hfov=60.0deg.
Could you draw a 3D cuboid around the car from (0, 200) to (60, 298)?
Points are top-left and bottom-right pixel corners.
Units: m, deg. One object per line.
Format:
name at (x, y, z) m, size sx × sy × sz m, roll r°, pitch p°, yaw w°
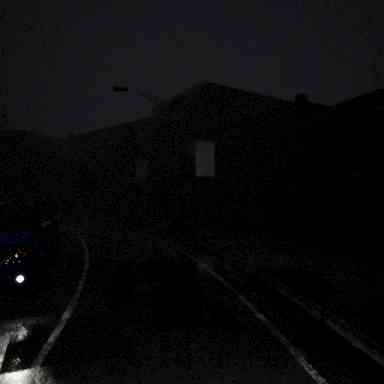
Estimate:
car at (-4.871, 1.264, 8.723) m, size 2.150 × 2.045 × 5.566 m, roll 0°, pitch 0°, yaw -15°
